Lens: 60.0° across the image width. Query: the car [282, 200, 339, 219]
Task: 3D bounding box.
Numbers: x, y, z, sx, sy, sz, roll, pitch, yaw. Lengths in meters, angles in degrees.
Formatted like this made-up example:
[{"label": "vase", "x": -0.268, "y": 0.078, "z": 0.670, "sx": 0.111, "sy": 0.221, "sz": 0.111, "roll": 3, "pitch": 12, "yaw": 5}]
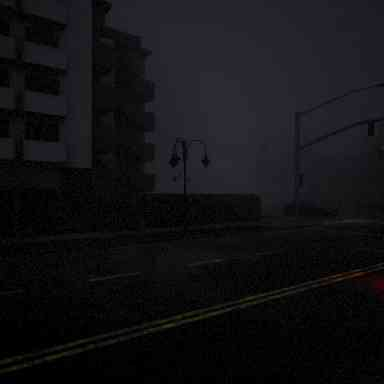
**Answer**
[{"label": "car", "x": 10.245, "y": 1.477, "z": 28.981, "sx": 1.882, "sy": 1.535, "sz": 5.008, "roll": 0, "pitch": 0, "yaw": -38}]
